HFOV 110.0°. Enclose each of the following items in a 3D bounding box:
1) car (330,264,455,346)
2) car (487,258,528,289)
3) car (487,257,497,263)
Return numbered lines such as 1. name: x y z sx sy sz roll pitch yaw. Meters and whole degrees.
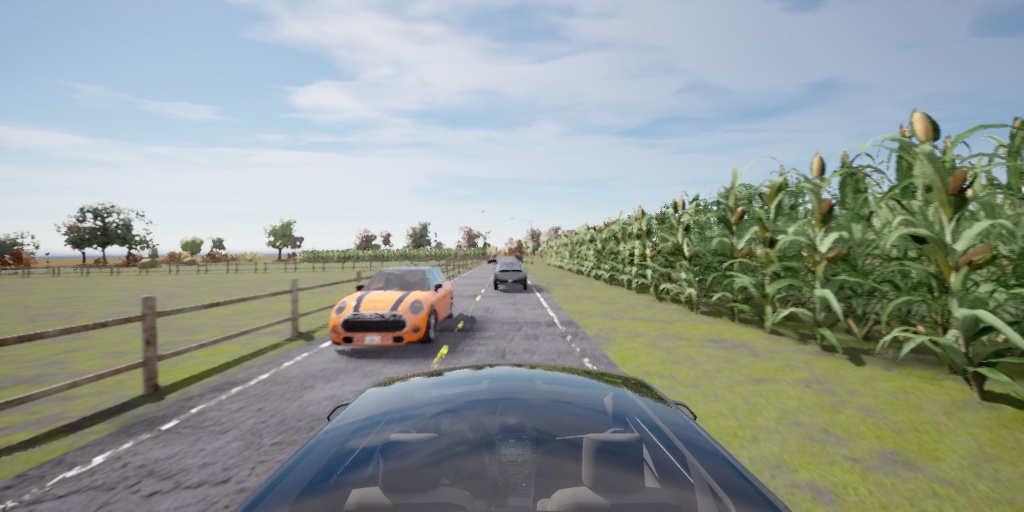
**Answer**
1. car: -2.807 1.060 9.383 2.097 1.767 4.553 -1 1 -1
2. car: -0.097 1.056 20.897 2.128 1.511 4.902 -1 1 -1
3. car: -3.397 0.791 63.682 1.895 1.301 4.718 -1 1 -1
